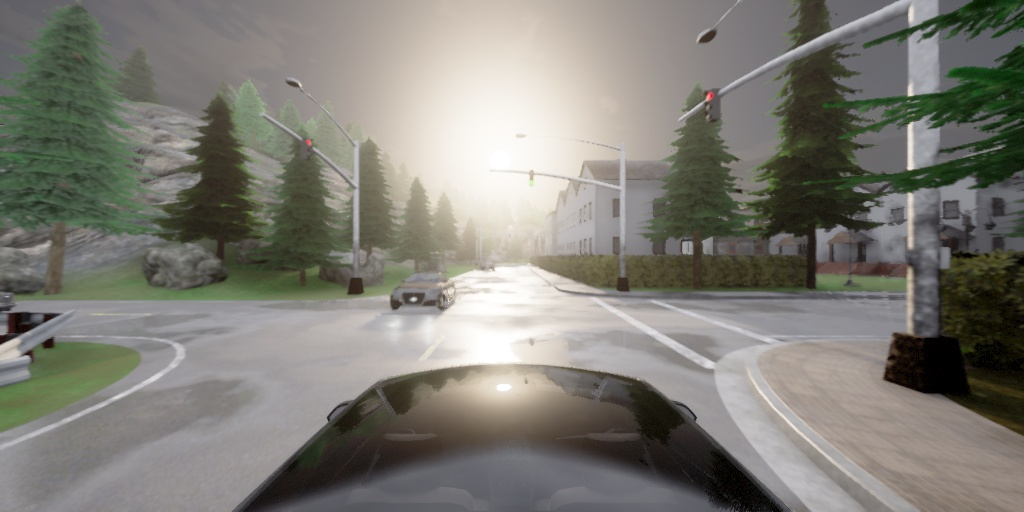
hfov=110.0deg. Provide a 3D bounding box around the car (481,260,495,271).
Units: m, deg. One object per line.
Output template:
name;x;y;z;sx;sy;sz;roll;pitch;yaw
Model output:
car;-3.451;1.359;52.856;2.128;1.511;4.902;0;0;0

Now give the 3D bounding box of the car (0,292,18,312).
car;-18.067;1.376;10.602;4.718;1.301;1.895;0;0;0

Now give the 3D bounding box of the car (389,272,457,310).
car;-3.489;1.348;14.707;1.994;1.385;4.181;0;0;0
